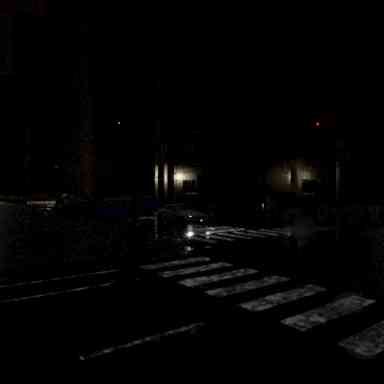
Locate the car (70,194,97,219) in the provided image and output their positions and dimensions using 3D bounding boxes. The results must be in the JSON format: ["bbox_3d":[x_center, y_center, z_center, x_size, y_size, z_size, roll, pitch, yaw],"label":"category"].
[{"bbox_3d":[-8.655,1.291,29.339,2.192,1.841,5.009,0,0,-36],"label":"car"}]

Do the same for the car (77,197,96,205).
[{"bbox_3d":[-18.264,1.582,57.380,1.802,1.307,4.206,0,0,-36],"label":"car"}]

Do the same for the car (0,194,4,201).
[{"bbox_3d":[-41.727,1.537,75.486,1.947,1.339,4.313,0,0,-36],"label":"car"}]

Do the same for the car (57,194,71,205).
[{"bbox_3d":[-22.419,1.538,58.436,2.033,1.411,5.357,0,0,-36],"label":"car"}]

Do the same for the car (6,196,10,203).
[{"bbox_3d":[-35.113,1.411,66.257,1.967,1.590,4.097,0,0,-36],"label":"car"}]

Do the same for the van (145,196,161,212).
[{"bbox_3d":[-5.034,1.344,38.921,1.690,1.788,3.998,0,0,-36],"label":"van"}]

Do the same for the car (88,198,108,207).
[{"bbox_3d":[-14.956,1.582,52.764,1.802,1.307,4.206,0,0,-36],"label":"car"}]

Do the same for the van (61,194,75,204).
[{"bbox_3d":[-24.878,1.342,66.610,1.690,1.788,3.998,0,0,-36],"label":"van"}]

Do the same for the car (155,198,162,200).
[{"bbox_3d":[-1.728,1.589,34.306,1.802,1.307,4.206,0,0,-36],"label":"car"}]

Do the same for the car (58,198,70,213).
[{"bbox_3d":[-11.963,1.554,33.954,1.802,1.307,4.206,0,0,-36],"label":"car"}]

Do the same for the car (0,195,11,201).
[{"bbox_3d":[-44.935,1.497,79.962,1.752,1.417,4.829,0,0,-36],"label":"car"}]

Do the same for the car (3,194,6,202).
[{"bbox_3d":[-38.321,1.496,70.733,1.752,1.417,4.829,0,0,-36],"label":"car"}]

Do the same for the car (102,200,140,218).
[{"bbox_3d":[-6.761,1.511,31.265,1.812,1.442,4.674,0,0,-35],"label":"car"}]

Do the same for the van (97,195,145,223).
[{"bbox_3d":[-5.348,1.321,24.724,1.690,1.788,3.998,0,0,-36],"label":"van"}]

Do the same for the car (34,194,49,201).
[{"bbox_3d":[-38.106,1.318,85.069,2.192,1.841,5.009,0,0,-36],"label":"car"}]

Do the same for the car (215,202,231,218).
[{"bbox_3d":[1.580,1.561,29.691,2.008,1.369,4.403,0,0,-36],"label":"car"}]

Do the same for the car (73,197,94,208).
[{"bbox_3d":[-16.408,1.516,50.136,1.812,1.442,4.674,0,0,-35],"label":"car"}]

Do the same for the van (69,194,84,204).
[{"bbox_3d":[-21.570,1.342,61.995,1.690,1.788,3.998,0,0,-36],"label":"van"}]

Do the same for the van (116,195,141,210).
[{"bbox_3d":[-8.341,1.342,43.536,1.690,1.788,3.998,0,0,-36],"label":"van"}]

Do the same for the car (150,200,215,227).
[{"bbox_3d":[-0.780,1.518,22.934,1.812,1.442,4.674,0,0,-36],"label":"car"}]

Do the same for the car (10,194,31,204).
[{"bbox_3d":[-31.806,1.521,61.642,2.008,1.369,4.403,0,0,-36],"label":"car"}]
